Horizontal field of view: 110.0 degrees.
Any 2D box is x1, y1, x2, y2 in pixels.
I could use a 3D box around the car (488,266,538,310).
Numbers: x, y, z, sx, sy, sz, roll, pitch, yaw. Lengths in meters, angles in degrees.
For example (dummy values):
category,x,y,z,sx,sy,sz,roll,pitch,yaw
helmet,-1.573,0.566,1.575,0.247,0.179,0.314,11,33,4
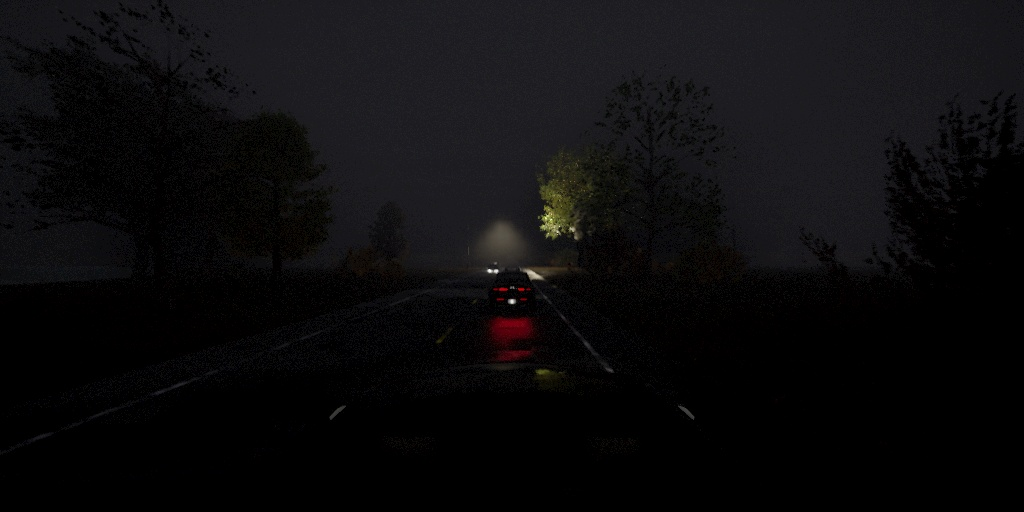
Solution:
category,x,y,z,sx,sy,sz,roll,pitch,yaw
car,0.023,1.387,15.357,1.837,1.490,4.892,0,0,0
